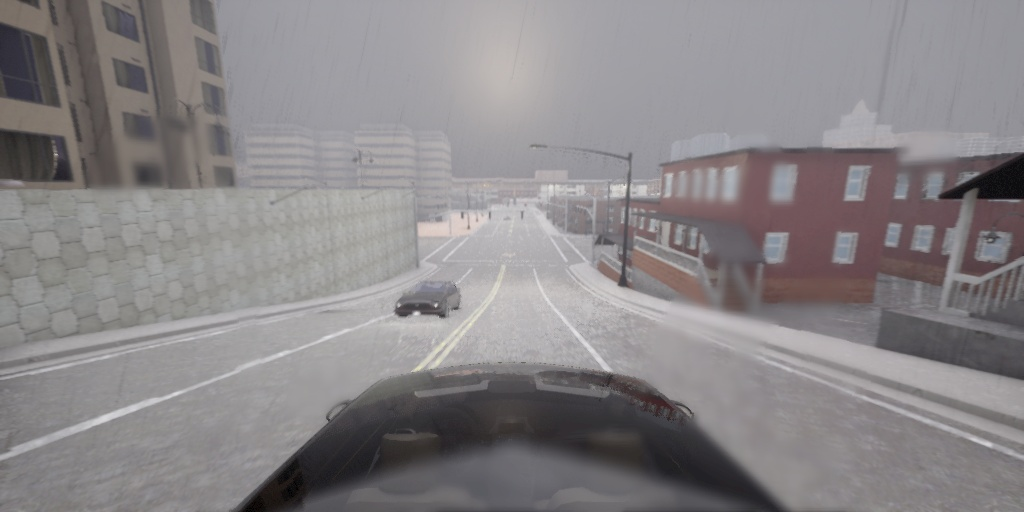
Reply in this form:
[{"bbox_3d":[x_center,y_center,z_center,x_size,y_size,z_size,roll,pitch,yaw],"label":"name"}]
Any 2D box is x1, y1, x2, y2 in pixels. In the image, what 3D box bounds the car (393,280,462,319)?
[{"bbox_3d":[-3.346,1.758,15.423,2.033,1.411,5.357,0,-2,1],"label":"car"}]
